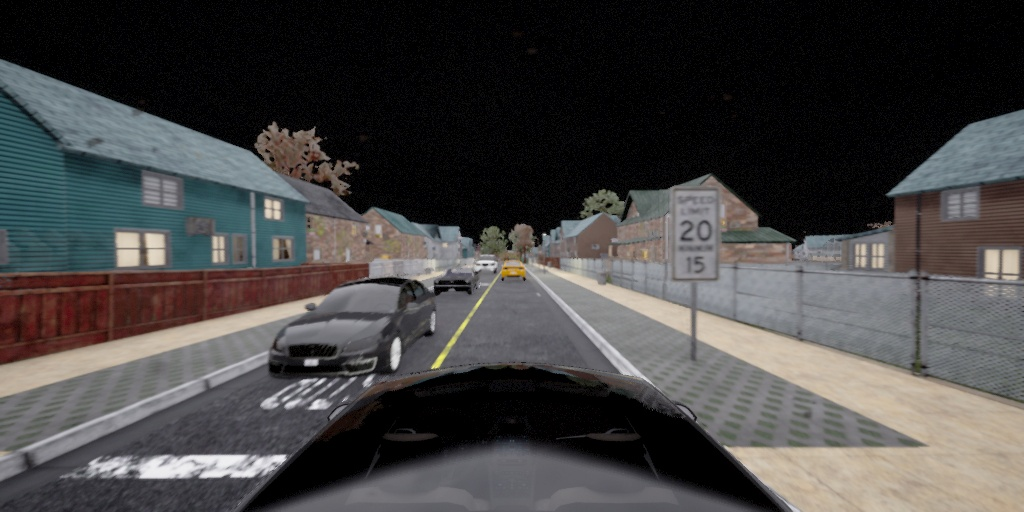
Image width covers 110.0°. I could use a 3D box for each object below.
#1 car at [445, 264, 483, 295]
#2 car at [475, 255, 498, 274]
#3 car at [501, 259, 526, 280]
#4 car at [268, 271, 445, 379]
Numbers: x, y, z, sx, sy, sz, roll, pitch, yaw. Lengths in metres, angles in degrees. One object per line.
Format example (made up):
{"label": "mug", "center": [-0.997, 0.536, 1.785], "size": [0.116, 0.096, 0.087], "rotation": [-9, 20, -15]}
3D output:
{"label": "car", "center": [-2.838, 1.293, 19.167], "size": [1.895, 1.301, 4.718], "rotation": [0, 0, 0]}
{"label": "car", "center": [-2.753, 0.886, 39.752], "size": [2.150, 2.045, 5.566], "rotation": [0, 0, 1]}
{"label": "car", "center": [0.122, 1.128, 29.748], "size": [1.882, 1.535, 5.008], "rotation": [0, 0, 0]}
{"label": "car", "center": [-2.851, 1.248, 7.522], "size": [1.837, 1.490, 4.892], "rotation": [0, 0, 0]}
